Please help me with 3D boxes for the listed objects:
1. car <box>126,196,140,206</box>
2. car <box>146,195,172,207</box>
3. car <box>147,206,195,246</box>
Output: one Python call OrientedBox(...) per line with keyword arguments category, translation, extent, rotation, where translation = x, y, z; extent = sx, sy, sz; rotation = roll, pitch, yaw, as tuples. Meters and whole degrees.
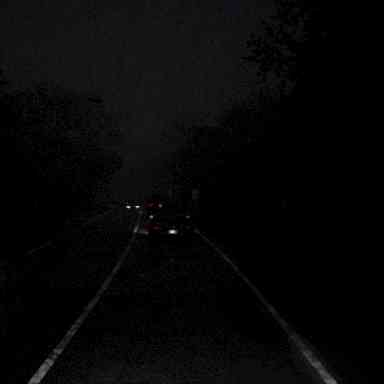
OrientedBox(category="car", translation=(-10.668, 1.649, 60.640), extent=(2.150, 2.045, 5.566), rotation=(1, -3, -8))
OrientedBox(category="car", translation=(-2.994, 1.239, 30.352), extent=(2.150, 2.045, 5.566), rotation=(1, 0, -8))
OrientedBox(category="car", translation=(-1.012, 1.571, 15.359), extent=(1.994, 1.385, 4.181), rotation=(1, 0, -7))
